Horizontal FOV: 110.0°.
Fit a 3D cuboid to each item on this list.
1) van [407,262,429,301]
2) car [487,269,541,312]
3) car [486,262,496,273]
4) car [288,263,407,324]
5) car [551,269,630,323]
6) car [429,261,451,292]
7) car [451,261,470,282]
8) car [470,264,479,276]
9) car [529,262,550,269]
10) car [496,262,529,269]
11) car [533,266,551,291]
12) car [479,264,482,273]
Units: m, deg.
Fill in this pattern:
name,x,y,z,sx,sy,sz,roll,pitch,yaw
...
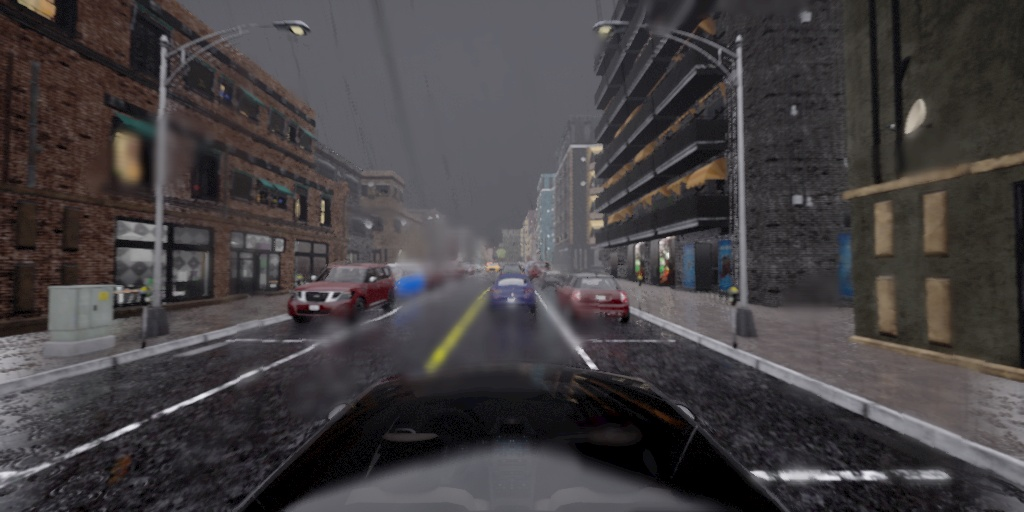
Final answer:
name,x,y,z,sx,sy,sz,roll,pitch,yaw
van,-5.692,1.285,18.210,1.690,1.789,3.998,0,0,0
car,0.047,1.430,14.905,1.812,1.442,4.674,0,0,1
car,-3.061,1.882,57.862,1.882,1.535,5.008,0,-1,0
car,-5.691,1.195,12.803,2.192,1.841,5.009,0,0,0
car,2.690,1.320,12.797,1.967,1.591,4.097,0,0,0
car,-5.692,1.322,23.616,2.192,1.841,5.009,0,0,0
car,-5.694,1.447,34.430,2.192,1.841,5.009,0,0,0
car,-5.695,1.698,45.244,1.967,1.591,4.097,0,0,0
car,2.687,1.447,34.424,2.192,1.841,5.009,0,0,0
car,0.038,1.423,29.203,2.097,1.767,4.553,0,-1,1
car,2.689,1.557,23.610,2.007,1.370,4.403,0,0,0
car,-5.697,1.934,56.057,2.007,1.370,4.403,0,0,0
